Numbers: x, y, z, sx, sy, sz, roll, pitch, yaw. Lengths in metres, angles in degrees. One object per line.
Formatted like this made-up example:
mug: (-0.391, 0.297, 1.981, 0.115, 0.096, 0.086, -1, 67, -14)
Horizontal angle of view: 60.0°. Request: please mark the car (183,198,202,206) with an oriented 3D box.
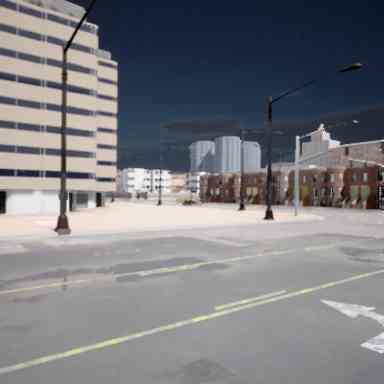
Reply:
car: (0.009, 1.936, 64.226, 1.812, 1.442, 4.674, 1, 0, -35)
